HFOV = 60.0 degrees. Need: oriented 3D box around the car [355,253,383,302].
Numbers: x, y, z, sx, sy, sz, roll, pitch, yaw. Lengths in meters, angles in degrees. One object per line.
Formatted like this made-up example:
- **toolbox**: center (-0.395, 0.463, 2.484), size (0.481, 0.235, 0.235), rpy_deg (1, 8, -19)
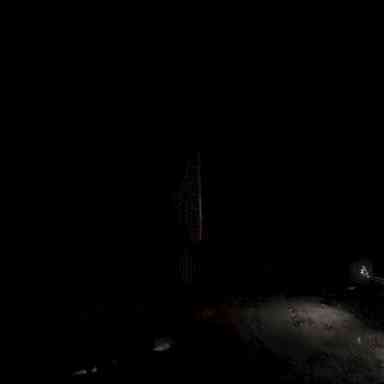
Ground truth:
- **car**: center (5.473, 1.544, 7.146), size (4.674, 1.442, 1.812), rpy_deg (0, 0, -34)
